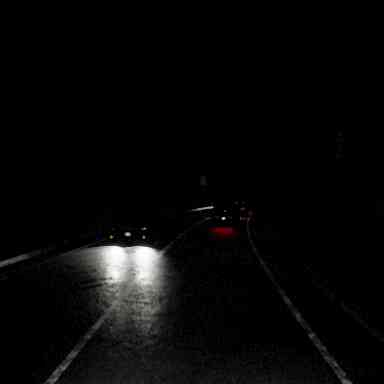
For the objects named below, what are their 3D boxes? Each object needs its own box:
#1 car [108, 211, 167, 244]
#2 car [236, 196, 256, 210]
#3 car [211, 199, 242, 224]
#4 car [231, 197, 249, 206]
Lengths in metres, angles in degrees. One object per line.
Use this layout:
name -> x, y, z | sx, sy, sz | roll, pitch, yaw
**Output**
car -> -2.491, 1.598, 16.036 | 1.994, 1.385, 4.181 | -1, 0, 7
car -> 6.712, 1.305, 41.473 | 2.097, 1.767, 4.553 | -2, 0, 17
car -> 2.507, 1.500, 24.487 | 1.837, 1.490, 4.892 | -1, 0, 10
car -> 8.114, 1.619, 56.136 | 1.895, 1.301, 4.718 | -2, -1, 23
